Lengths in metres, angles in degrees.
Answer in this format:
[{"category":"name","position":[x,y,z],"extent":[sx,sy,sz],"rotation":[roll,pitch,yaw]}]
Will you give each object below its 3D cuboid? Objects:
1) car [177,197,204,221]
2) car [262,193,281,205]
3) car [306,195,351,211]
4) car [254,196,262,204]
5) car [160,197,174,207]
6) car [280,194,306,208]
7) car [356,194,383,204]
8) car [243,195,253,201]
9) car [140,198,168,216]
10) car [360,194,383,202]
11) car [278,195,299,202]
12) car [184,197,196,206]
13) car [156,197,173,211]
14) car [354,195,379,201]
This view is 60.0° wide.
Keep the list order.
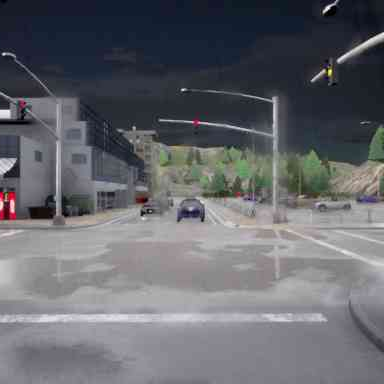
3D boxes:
[{"category":"car","position":[-0.070,1.352,27.158],"extent":[2.097,1.767,4.553],"rotation":[0,0,1]},{"category":"car","position":[13.894,1.092,53.753],"extent":[3.866,1.878,1.905],"rotation":[0,0,0]},{"category":"car","position":[14.316,1.247,34.543],"extent":[3.806,1.475,1.970],"rotation":[0,0,0]},{"category":"car","position":[13.467,1.113,56.657],"extent":[4.605,1.855,1.932],"rotation":[0,0,0]},{"category":"car","position":[-3.833,1.526,51.023],"extent":[1.812,1.442,4.674],"rotation":[0,0,0]},{"category":"car","position":[13.960,1.169,40.959],"extent":[5.027,1.636,2.152],"rotation":[0,0,0]},{"category":"car","position":[31.998,1.335,60.363],"extent":[3.633,1.501,1.845],"rotation":[0,0,0]},{"category":"car","position":[13.509,1.389,75.241],"extent":[3.633,1.501,1.845],"rotation":[0,0,0]},{"category":"car","position":[-3.755,1.564,32.046],"extent":[1.994,1.385,4.181],"rotation":[0,0,0]},{"category":"car","position":[39.611,1.346,72.248],"extent":[5.027,1.636,2.152],"rotation":[0,0,0]},{"category":"car","position":[20.944,1.399,72.299],"extent":[3.806,1.475,1.970],"rotation":[0,0,0]},{"category":"car","position":[-0.291,1.547,58.011],"extent":[2.033,1.411,5.357],"rotation":[0,0,0]},{"category":"car","position":[-3.798,1.352,40.660],"extent":[2.097,1.767,4.553],"rotation":[0,0,0]},{"category":"car","position":[39.542,1.355,75.384],"extent":[4.514,1.523,2.007],"rotation":[0,0,0]}]
